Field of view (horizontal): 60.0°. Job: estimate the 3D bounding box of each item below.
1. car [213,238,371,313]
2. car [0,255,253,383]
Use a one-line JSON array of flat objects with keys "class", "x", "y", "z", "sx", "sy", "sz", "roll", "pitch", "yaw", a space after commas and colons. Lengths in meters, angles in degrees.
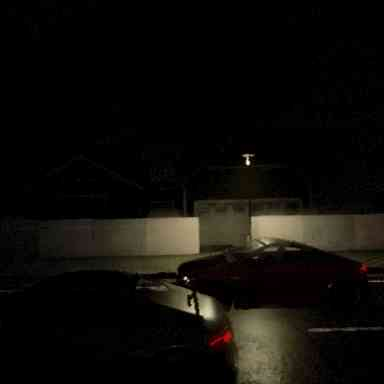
[{"class": "car", "x": 1.646, "y": 1.769, "z": 7.485, "sx": 4.181, "sy": 1.385, "sz": 1.994, "roll": -1, "pitch": -2, "yaw": -2}, {"class": "car", "x": -1.556, "y": 1.726, "z": 4.119, "sx": 4.181, "sy": 1.385, "sz": 1.994, "roll": -1, "pitch": -2, "yaw": -2}]
